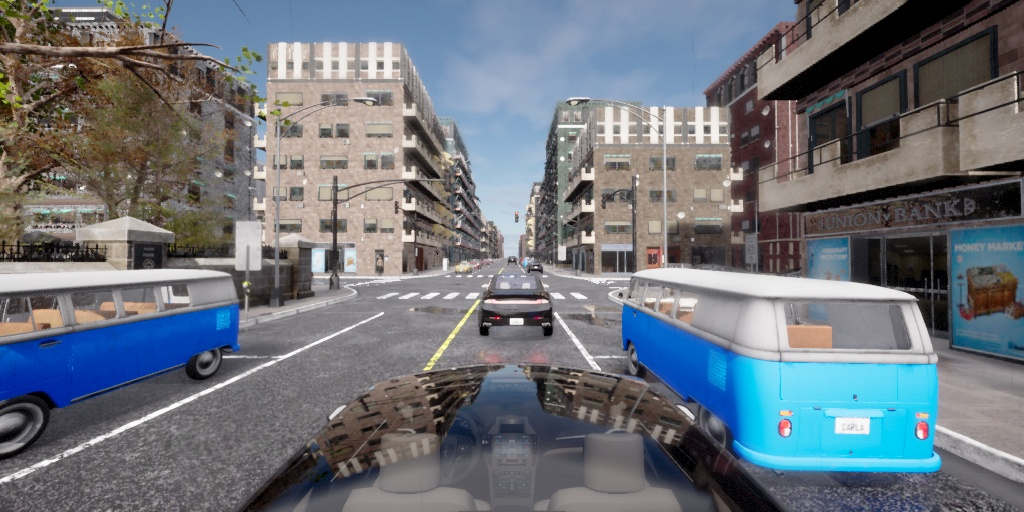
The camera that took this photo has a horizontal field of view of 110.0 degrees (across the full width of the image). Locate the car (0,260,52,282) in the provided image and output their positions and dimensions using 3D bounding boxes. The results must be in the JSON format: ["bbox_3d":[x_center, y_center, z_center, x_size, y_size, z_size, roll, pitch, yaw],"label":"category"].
[{"bbox_3d":[-36.502,1.045,25.615,4.892,1.490,1.837,0,-1,1],"label":"car"}]

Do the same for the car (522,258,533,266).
[{"bbox_3d":[2.710,1.318,48.249,2.007,1.370,4.403,0,0,0],"label":"car"}]

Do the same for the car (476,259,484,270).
[{"bbox_3d":[-5.669,1.210,53.895,1.967,1.591,4.097,0,0,0],"label":"car"}]

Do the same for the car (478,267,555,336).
[{"bbox_3d":[0.103,1.244,10.390,2.128,1.511,4.902,0,0,0],"label":"car"}]

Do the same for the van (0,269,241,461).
[{"bbox_3d":[-5.655,1.092,4.664,1.690,1.789,3.998,0,0,0],"label":"van"}]

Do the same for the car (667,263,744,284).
[{"bbox_3d":[15.102,1.358,28.175,5.008,1.535,1.882,0,-1,1],"label":"car"}]

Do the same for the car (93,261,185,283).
[{"bbox_3d":[-26.404,1.120,25.483,4.674,1.442,1.812,0,-1,1],"label":"car"}]

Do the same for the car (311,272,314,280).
[{"bbox_3d":[-16.578,1.000,25.364,4.553,1.767,2.097,0,-1,1],"label":"car"}]

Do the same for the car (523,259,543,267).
[{"bbox_3d":[2.708,1.331,42.606,1.948,1.339,4.313,0,0,0],"label":"car"}]

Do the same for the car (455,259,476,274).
[{"bbox_3d":[-5.673,1.291,42.439,1.751,1.417,4.829,0,0,0],"label":"car"}]

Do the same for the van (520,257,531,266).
[{"bbox_3d":[2.715,1.114,59.533,1.690,1.789,3.998,0,0,0],"label":"van"}]

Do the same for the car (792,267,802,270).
[{"bbox_3d":[25.003,1.462,28.052,4.674,1.442,1.812,0,-1,1],"label":"car"}]

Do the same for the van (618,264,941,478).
[{"bbox_3d":[2.660,1.092,4.659,1.690,1.789,3.998,0,0,0],"label":"van"}]

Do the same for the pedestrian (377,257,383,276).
[{"bbox_3d":[-12.526,0.968,34.054,0.375,1.860,0.375,0,-1,1],"label":"pedestrian"}]
